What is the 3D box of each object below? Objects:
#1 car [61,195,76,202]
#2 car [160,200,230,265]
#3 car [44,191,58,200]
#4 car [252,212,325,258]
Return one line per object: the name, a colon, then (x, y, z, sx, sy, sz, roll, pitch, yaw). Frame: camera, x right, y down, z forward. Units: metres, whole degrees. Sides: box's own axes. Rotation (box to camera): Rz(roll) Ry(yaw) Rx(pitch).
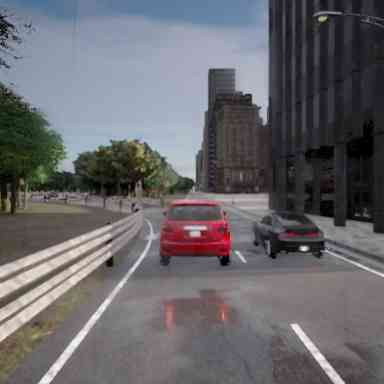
car: (-26.952, 1.372, 73.010, 4.892, 1.490, 1.837, 1, 1, 44)
car: (0.090, 1.280, 12.064, 2.150, 2.045, 5.566, 0, 0, 0)
car: (-34.091, 0.839, 80.394, 2.150, 2.045, 5.566, 0, 1, -39)
car: (3.589, 1.568, 13.062, 1.837, 1.490, 4.892, 0, 0, 0)
